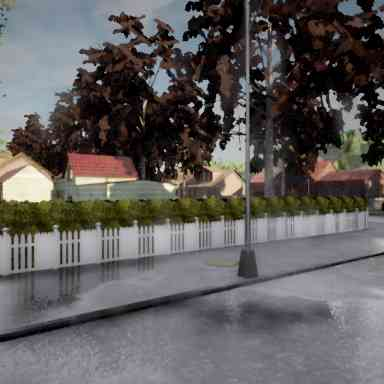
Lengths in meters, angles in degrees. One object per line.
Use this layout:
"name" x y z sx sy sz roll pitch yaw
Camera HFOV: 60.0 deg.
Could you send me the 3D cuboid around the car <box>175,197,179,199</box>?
"car" -3.294 1.521 57.280 1.812 1.442 4.674 0 0 -35
